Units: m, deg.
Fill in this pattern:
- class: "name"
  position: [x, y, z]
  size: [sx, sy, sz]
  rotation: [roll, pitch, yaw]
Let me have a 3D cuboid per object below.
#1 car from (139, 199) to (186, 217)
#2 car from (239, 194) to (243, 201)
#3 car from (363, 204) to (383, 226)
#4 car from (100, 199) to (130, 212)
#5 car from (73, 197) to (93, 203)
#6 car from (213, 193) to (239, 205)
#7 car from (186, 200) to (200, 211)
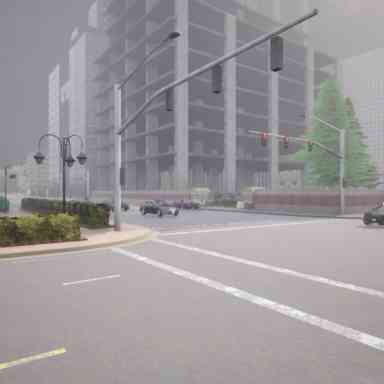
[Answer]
- class: "car"
  position: [-3.046, 1.436, 30.283]
  size: [2.128, 1.511, 4.902]
  rotation: [0, 0, -36]
- class: "car"
  position: [7.433, 1.113, 55.200]
  size: [1.905, 1.878, 3.866]
  rotation: [0, 0, -36]
- class: "car"
  position: [13.385, 1.470, 22.179]
  size: [5.008, 1.535, 1.882]
  rotation: [0, 0, -36]
- class: "car"
  position: [-9.152, 1.492, 38.688]
  size: [2.033, 1.411, 5.357]
  rotation: [0, 0, -36]
- class: "car"
  position: [-15.717, 1.450, 47.752]
  size: [1.837, 1.490, 4.892]
  rotation: [0, 0, -36]
- class: "car"
  position: [5.043, 1.113, 53.485]
  size: [1.905, 1.878, 3.866]
  rotation: [0, 0, -36]
- class: "car"
  position: [-1.171, 1.545, 39.907]
  size: [1.895, 1.301, 4.718]
  rotation: [0, 0, -36]
